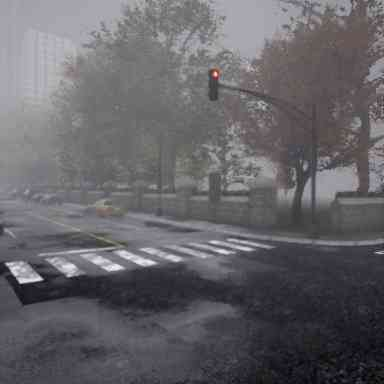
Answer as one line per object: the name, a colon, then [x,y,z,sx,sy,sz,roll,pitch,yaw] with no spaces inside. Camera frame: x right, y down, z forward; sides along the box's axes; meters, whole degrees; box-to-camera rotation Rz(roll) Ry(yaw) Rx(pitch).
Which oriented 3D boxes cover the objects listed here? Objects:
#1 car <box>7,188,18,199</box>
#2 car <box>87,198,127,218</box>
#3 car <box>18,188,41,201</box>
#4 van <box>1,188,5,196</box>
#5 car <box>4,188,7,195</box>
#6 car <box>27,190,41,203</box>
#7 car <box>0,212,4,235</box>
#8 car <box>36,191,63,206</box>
car: [-29.281,0.253,56.456,2.192,1.841,5.009,2,0,-36]
car: [-6.579,1.141,25.254,1.752,1.417,4.829,2,0,-36]
car: [-22.765,0.446,47.502,2.192,1.841,5.009,2,0,-36]
van: [-39.056,-0.009,69.886,1.690,1.788,3.998,2,0,-36]
car: [-32.546,0.392,60.932,2.008,1.369,4.403,2,0,-36]
car: [-19.514,0.793,43.025,1.947,1.339,4.313,2,0,-36]
car: [-10.000,1.256,15.714,1.802,1.307,4.206,2,0,-36]
car: [-16.254,0.875,38.548,2.008,1.369,4.403,2,0,-36]
